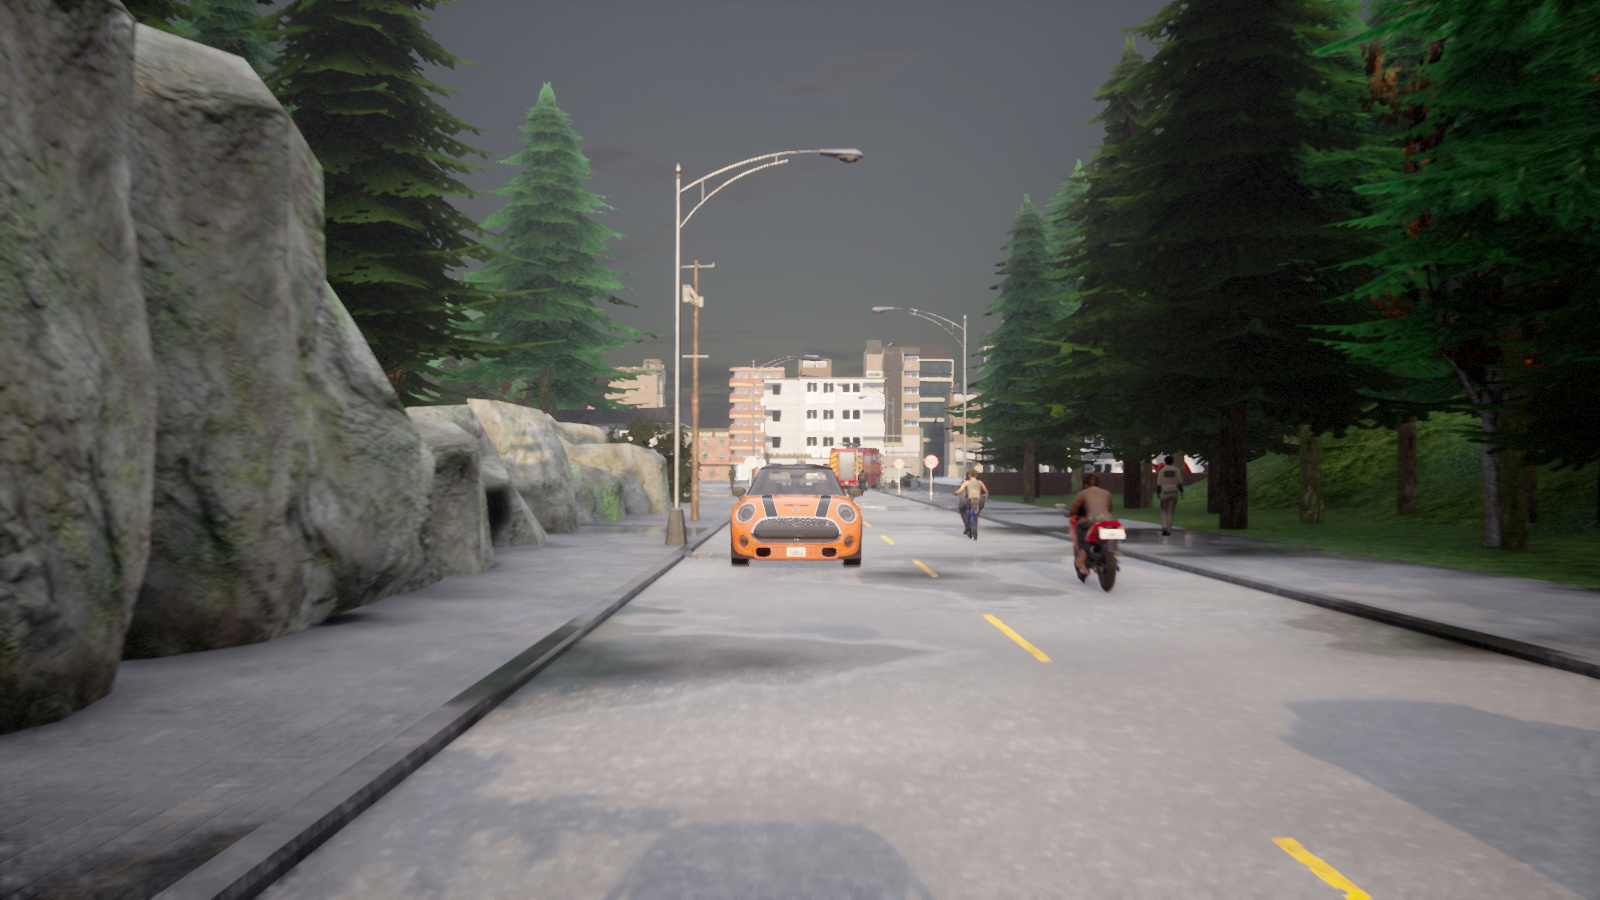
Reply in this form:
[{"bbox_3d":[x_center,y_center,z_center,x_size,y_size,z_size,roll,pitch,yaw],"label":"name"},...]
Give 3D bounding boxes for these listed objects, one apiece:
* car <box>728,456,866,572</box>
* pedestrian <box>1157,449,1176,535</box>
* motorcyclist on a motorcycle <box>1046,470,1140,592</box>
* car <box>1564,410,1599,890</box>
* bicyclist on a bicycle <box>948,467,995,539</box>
[{"bbox_3d":[-0.053,1.018,21.515,2.097,1.767,4.553,0,-1,0],"label":"car"},{"bbox_3d":[8.338,0.949,28.582,0.396,1.930,0.692,0,-1,16],"label":"pedestrian"},{"bbox_3d":[3.959,1.057,17.128,0.797,1.523,2.044,0,0,0],"label":"motorcyclist on a motorcycle"},{"bbox_3d":[3.993,0.696,2.534,2.097,1.767,4.553,0,-1,0],"label":"car"},{"bbox_3d":[3.926,1.197,28.797,0.866,1.612,1.509,0,-1,0],"label":"bicyclist on a bicycle"}]
